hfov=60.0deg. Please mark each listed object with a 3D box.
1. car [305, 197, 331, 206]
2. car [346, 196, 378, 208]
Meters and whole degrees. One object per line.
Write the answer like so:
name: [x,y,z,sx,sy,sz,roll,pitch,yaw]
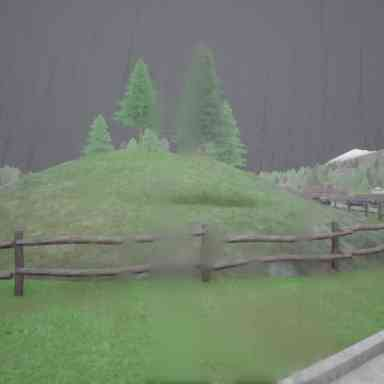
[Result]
car: [20.061,1.505,53.074,1.837,1.490,4.892,0,0,-15]
car: [24.825,1.352,48.726,2.097,1.767,4.553,0,0,-16]
